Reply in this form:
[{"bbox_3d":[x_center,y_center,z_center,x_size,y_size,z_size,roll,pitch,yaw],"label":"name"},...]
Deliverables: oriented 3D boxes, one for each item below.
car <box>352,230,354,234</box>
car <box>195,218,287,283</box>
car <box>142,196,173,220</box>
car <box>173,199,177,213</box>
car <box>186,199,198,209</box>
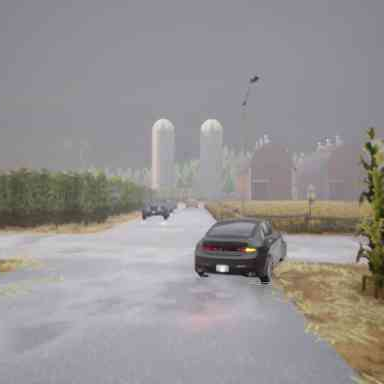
[{"bbox_3d":[11.066,1.770,16.680,5.357,1.411,2.033,0,0,-1],"label":"car"},{"bbox_3d":[1.602,1.541,9.883,1.837,1.490,4.892,-1,-1,22],"label":"car"},{"bbox_3d":[-3.195,1.389,30.441,2.150,2.045,5.566,0,-1,0],"label":"car"},{"bbox_3d":[-3.204,1.836,40.386,1.994,1.385,4.181,0,-1,-1],"label":"car"},{"bbox_3d":[-0.004,1.844,53.116,1.882,1.535,5.008,0,0,0],"label":"car"}]
